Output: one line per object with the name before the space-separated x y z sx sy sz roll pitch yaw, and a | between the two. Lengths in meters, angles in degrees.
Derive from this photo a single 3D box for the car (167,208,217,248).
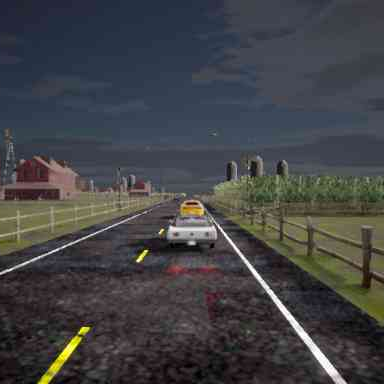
car | 0.000 1.622 14.682 1.895 1.301 4.718 0 0 0

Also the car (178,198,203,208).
car | 0.000 1.504 29.655 1.882 1.535 5.008 0 0 0

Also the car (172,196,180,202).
car | -3.500 1.593 76.737 2.033 1.411 5.357 0 0 0
